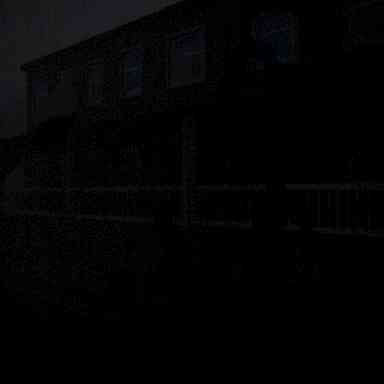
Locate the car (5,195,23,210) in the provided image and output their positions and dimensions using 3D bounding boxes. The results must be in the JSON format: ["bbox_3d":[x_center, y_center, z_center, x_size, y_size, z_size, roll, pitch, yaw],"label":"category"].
[{"bbox_3d":[-15.397,1.057,27.943,1.994,1.385,4.181,0,14,34],"label":"car"}]
